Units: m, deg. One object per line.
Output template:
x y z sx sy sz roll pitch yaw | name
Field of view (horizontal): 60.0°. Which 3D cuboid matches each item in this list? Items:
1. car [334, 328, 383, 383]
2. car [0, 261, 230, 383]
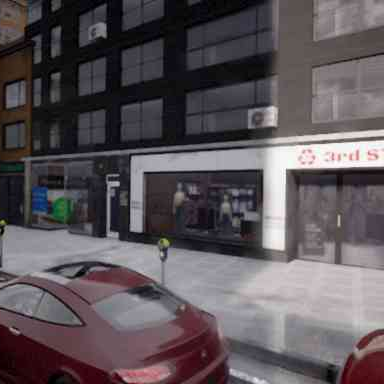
3.002 1.328 0.938 5.009 1.841 2.192 0 1 35 | car
-1.553 1.556 4.175 4.206 1.307 1.802 0 1 35 | car
